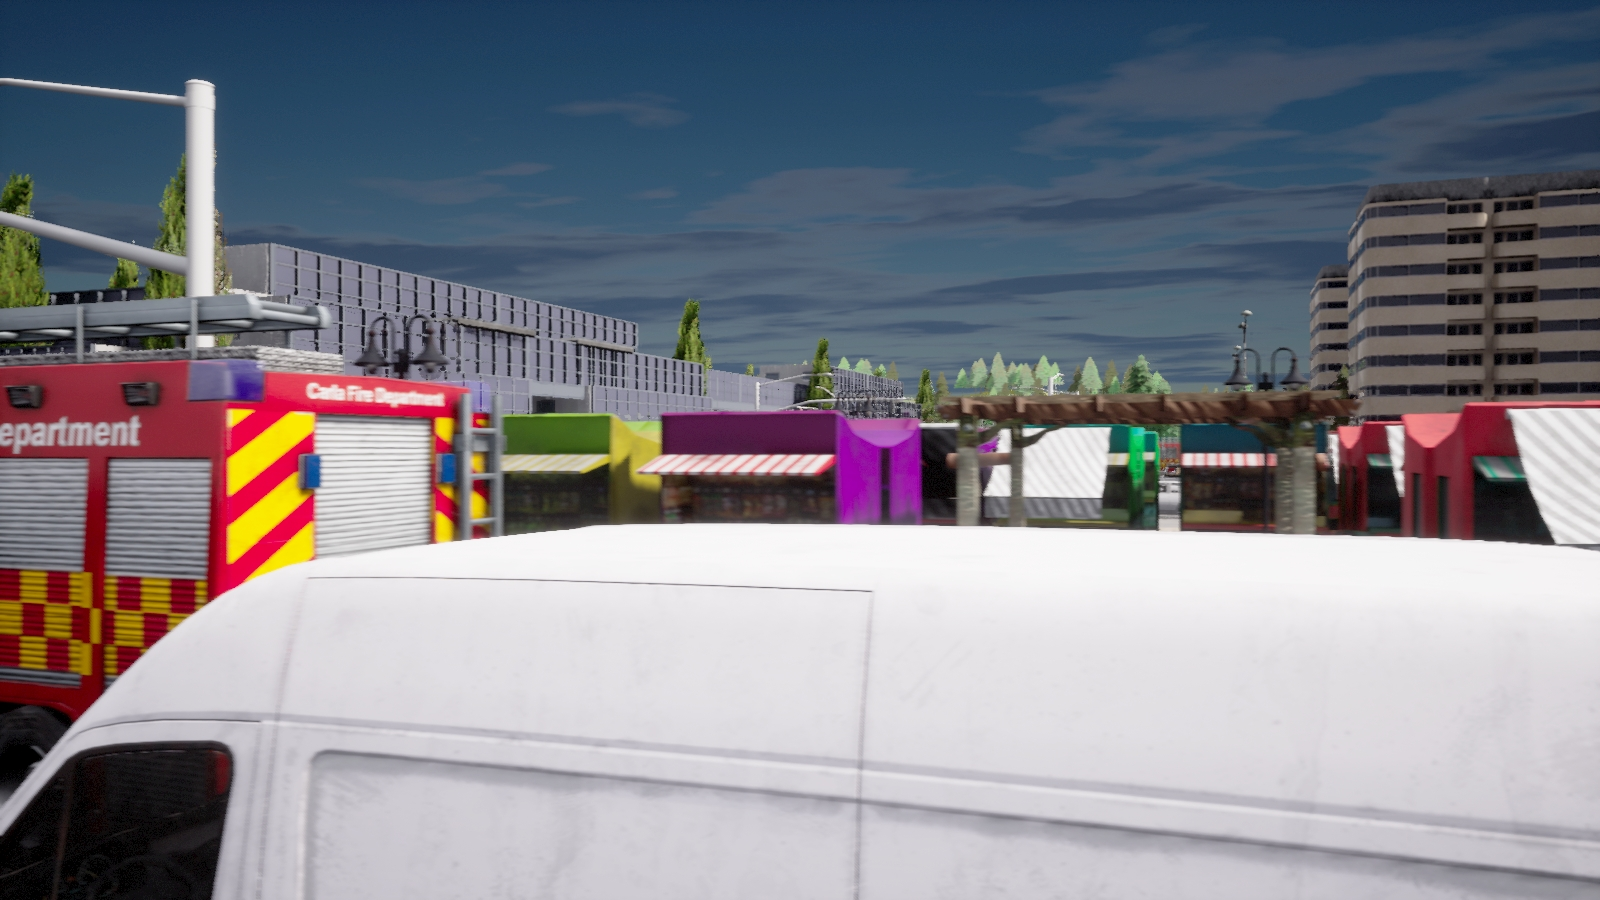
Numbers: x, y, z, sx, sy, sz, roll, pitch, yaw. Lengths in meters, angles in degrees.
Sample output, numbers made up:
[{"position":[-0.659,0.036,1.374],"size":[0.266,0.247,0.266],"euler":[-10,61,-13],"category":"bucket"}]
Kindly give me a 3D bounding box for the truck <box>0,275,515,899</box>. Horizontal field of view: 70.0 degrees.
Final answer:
[{"position":[-6.822,0.891,9.498],"size":[8.468,3.827,2.891],"euler":[0,0,20],"category":"truck"}]
